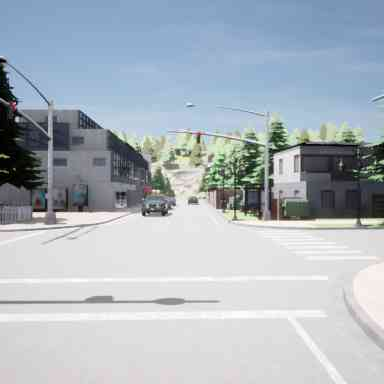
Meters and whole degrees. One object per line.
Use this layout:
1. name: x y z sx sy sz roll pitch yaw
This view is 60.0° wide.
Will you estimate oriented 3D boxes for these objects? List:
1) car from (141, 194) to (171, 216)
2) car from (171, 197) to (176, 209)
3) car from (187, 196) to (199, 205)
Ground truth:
1. car: -3.555 1.221 32.699 2.150 2.045 5.566 0 0 0
2. car: -3.538 1.492 42.980 2.128 1.511 4.902 0 0 0
3. car: 0.185 1.505 59.556 1.837 1.490 4.892 0 0 0
